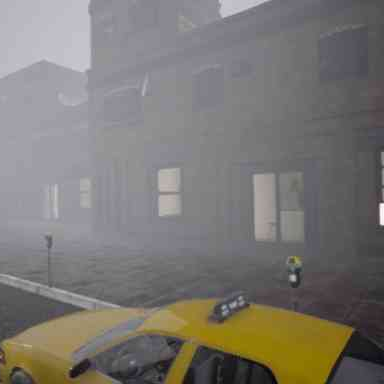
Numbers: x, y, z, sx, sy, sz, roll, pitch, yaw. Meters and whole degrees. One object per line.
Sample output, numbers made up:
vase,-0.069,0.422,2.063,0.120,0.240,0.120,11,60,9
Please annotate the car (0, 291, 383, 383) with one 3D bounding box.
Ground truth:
car,0.084,1.540,2.830,4.829,1.417,1.752,-1,-1,36
